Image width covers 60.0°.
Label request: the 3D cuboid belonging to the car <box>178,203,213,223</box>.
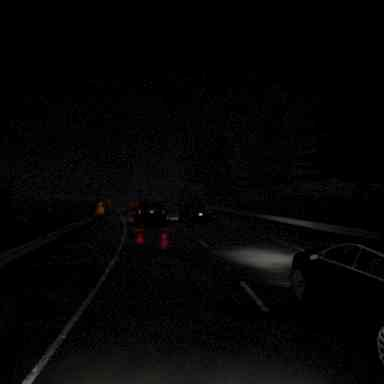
[{"bbox_3d":[0.192,1.555,25.408,1.994,1.385,4.181,0,0,-12],"label":"car"}]

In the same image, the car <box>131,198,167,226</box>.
[{"bbox_3d":[-3.095,1.354,24.009,2.097,1.767,4.553,0,0,-12],"label":"car"}]

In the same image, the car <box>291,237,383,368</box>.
[{"bbox_3d":[3.161,1.480,5.338,2.128,1.511,4.902,0,0,-4],"label":"car"}]

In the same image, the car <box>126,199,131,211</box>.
[{"bbox_3d":[-6.958,1.486,40.314,1.882,1.535,5.008,0,0,-14],"label":"car"}]
